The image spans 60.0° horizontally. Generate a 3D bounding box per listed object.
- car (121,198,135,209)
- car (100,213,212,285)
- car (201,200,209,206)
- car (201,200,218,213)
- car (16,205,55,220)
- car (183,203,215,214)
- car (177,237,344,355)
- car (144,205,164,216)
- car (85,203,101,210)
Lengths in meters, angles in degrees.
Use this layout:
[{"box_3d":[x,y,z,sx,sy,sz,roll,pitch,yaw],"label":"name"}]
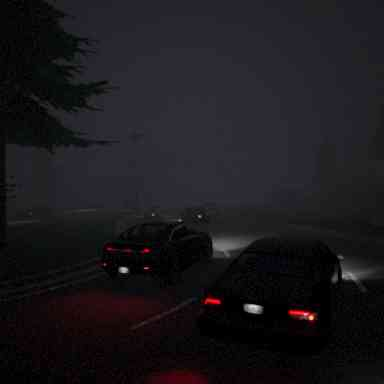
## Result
[{"box_3d":[-12.176,2.262,64.469,2.150,2.045,5.566,-1,-1,2],"label":"car"},{"box_3d":[-0.789,1.647,10.127,2.128,1.511,4.902,0,-1,20],"label":"car"},{"box_3d":[3.214,2.674,82.558,1.994,1.385,4.181,-1,-1,1],"label":"car"},{"box_3d":[2.628,2.169,46.241,2.033,1.411,5.357,-1,-1,1],"label":"car"},{"box_3d":[-17.007,2.173,36.350,1.882,1.535,5.008,-1,-1,8],"label":"car"},{"box_3d":[0.277,1.968,28.764,1.994,1.385,4.181,-1,-1,-10],"label":"car"},{"box_3d":[1.911,1.626,6.687,2.033,1.411,5.357,-1,-1,26],"label":"car"},{"box_3d":[-4.042,2.067,35.338,1.812,1.442,4.674,-1,-1,-5],"label":"car"},{"box_3d":[-19.158,2.715,64.590,1.895,1.301,4.718,-1,-1,1],"label":"car"}]
